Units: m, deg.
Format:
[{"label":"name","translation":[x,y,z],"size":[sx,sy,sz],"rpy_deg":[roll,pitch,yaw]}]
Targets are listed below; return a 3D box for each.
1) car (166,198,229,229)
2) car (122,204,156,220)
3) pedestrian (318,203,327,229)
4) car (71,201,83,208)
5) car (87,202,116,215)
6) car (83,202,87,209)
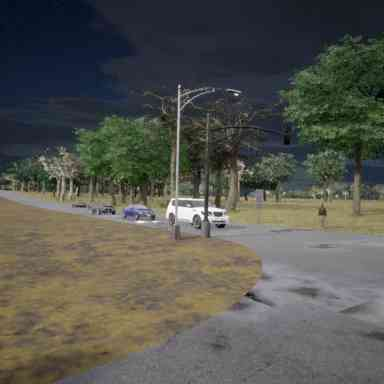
[{"label":"car","translation":[0.231,1.458,23.756],"size":[2.150,2.045,5.566],"rpy_deg":[3,-2,-34]},{"label":"car","translation":[-5.209,1.882,31.922],"size":[1.812,1.442,4.674],"rpy_deg":[3,-2,-34]},{"label":"pedestrian","translation":[9.312,1.717,23.832],"size":[0.375,1.860,0.375],"rpy_deg":[1,-1,-34]},{"label":"car","translation":[-21.372,2.308,62.784],"size":[1.994,1.385,4.181],"rpy_deg":[3,-2,-34]},{"label":"car","translation":[-10.781,2.012,40.254],"size":[1.994,1.385,4.181],"rpy_deg":[3,-2,-34]},{"label":"car","translation":[-15.813,2.254,54.473],"size":[1.994,1.385,4.181],"rpy_deg":[3,-2,-35]}]
